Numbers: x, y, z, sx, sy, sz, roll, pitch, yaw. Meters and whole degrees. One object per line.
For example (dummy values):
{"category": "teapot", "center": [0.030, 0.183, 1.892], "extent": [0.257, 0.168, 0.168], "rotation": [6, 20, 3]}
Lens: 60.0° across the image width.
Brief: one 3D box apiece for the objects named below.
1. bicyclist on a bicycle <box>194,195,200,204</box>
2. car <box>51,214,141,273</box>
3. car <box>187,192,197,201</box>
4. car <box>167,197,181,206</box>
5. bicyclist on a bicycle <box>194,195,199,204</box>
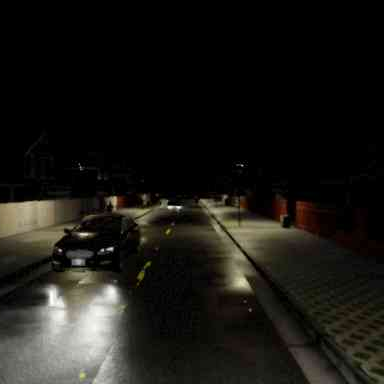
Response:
{"category": "bicyclist on a bicycle", "center": [0.808, 1.402, 53.830], "extent": [0.866, 1.612, 1.509], "rotation": [0, 0, 1]}
{"category": "car", "center": [-2.839, 1.491, 10.772], "extent": [2.128, 1.511, 4.902], "rotation": [0, 0, 0]}
{"category": "car", "center": [0.089, 1.048, 80.714], "extent": [2.150, 2.045, 5.566], "rotation": [0, 0, 0]}
{"category": "car", "center": [-2.764, 1.530, 52.835], "extent": [1.994, 1.385, 4.181], "rotation": [0, 0, 0]}
{"category": "bicyclist on a bicycle", "center": [0.824, 1.387, 62.865], "extent": [0.866, 1.612, 1.509], "rotation": [0, 0, 0]}
